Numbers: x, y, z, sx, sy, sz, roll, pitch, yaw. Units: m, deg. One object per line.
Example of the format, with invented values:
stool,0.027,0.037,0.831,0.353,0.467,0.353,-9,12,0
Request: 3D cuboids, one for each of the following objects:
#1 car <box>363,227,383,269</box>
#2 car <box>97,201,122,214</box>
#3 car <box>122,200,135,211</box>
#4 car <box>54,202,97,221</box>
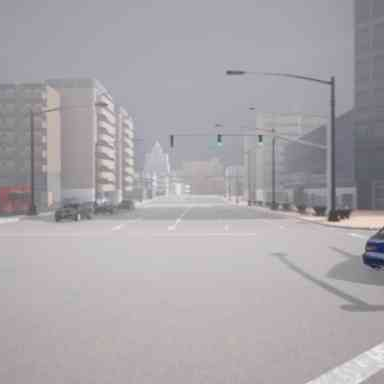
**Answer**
car,6.888,1.519,10.199,2.033,1.411,5.357,-1,0,43
car,-9.800,1.813,38.357,1.994,1.385,4.181,0,-1,1
car,-9.561,1.865,48.442,1.882,1.535,5.008,0,-1,1
car,-9.995,1.643,28.359,1.837,1.490,4.892,0,-1,1
